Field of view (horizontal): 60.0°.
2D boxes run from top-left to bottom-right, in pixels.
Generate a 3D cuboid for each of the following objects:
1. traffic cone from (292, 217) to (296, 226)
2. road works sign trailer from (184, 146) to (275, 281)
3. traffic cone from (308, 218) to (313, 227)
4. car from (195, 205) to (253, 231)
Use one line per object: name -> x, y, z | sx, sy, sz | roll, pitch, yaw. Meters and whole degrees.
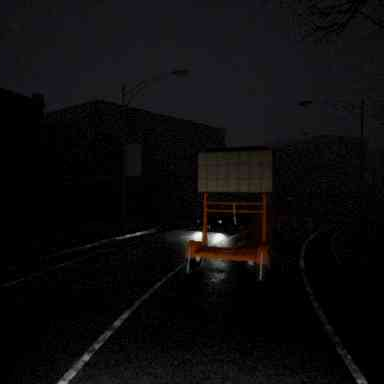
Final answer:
traffic cone -> 6.748, 1.957, 21.914 | 0.340, 0.580, 0.340 | 1, 0, 23
road works sign trailer -> 1.319, 0.456, 10.119 | 2.380, 3.560, 2.880 | 0, 0, 21
traffic cone -> 7.669, 1.970, 21.525 | 0.340, 0.580, 0.340 | 1, 0, 23
car -> 2.169, 1.511, 20.607 | 2.033, 1.411, 5.357 | 1, 0, 29
